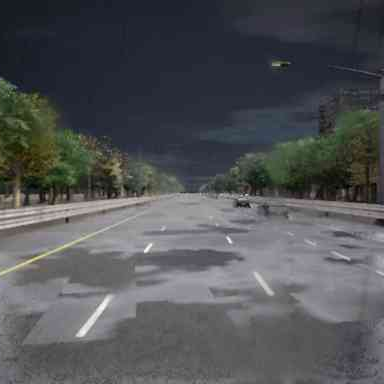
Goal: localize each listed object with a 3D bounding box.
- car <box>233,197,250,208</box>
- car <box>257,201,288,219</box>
[{"bbox_3d":[6.996,1.519,47.540,1.882,1.535,5.008,0,0,0],"label":"car"},{"bbox_3d":[6.987,1.498,29.133,2.128,1.511,4.902,0,0,0],"label":"car"}]
